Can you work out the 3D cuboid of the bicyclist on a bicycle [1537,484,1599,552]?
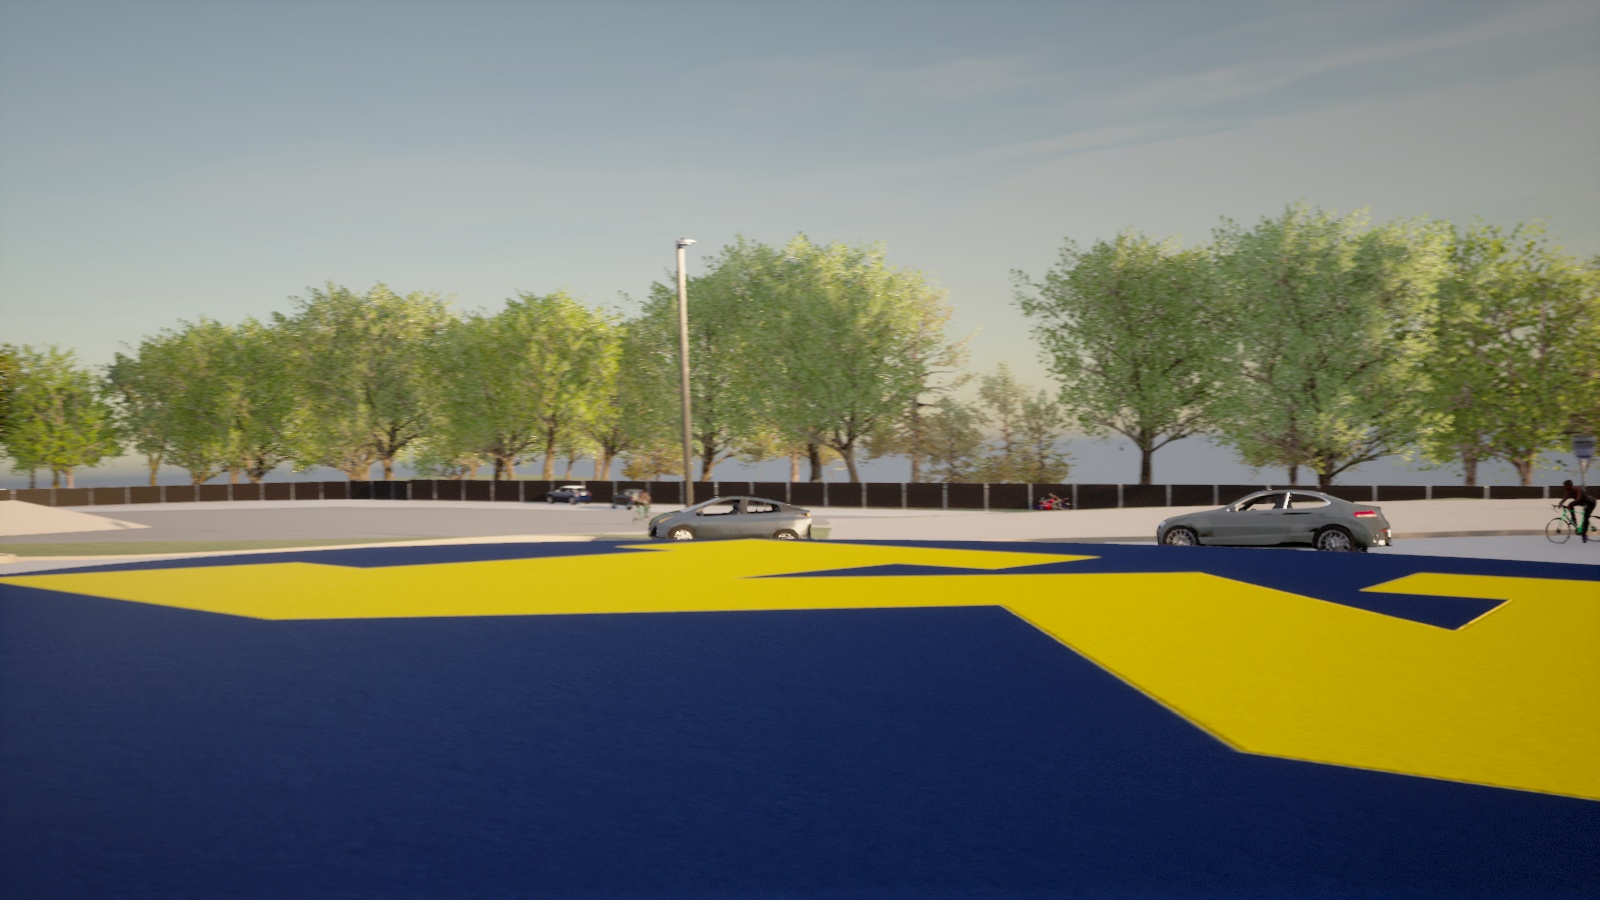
[{"bbox_3d":[19.650,1.710,31.761,1.656,1.620,0.582,-2,0,-4],"label":"bicyclist on a bicycle"}]

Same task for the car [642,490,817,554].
[{"bbox_3d":[-1.988,1.966,34.609,4.514,1.525,2.007,3,-1,-11],"label":"car"}]

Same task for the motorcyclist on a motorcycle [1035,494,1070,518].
[{"bbox_3d":[17.056,3.785,84.697,2.191,1.530,0.866,0,1,21],"label":"motorcyclist on a motorcycle"}]

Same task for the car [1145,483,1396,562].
[{"bbox_3d":[10.719,1.668,28.741,5.027,1.651,2.152,-2,-5,32],"label":"car"}]

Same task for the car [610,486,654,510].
[{"bbox_3d":[-12.770,3.613,95.170,1.789,1.549,3.705,-1,1,-35],"label":"car"}]
